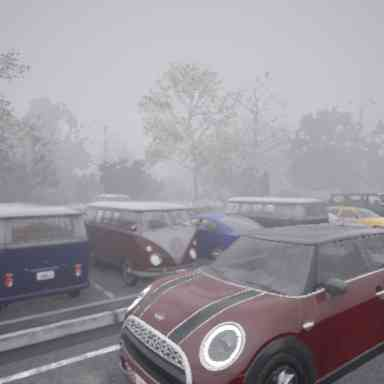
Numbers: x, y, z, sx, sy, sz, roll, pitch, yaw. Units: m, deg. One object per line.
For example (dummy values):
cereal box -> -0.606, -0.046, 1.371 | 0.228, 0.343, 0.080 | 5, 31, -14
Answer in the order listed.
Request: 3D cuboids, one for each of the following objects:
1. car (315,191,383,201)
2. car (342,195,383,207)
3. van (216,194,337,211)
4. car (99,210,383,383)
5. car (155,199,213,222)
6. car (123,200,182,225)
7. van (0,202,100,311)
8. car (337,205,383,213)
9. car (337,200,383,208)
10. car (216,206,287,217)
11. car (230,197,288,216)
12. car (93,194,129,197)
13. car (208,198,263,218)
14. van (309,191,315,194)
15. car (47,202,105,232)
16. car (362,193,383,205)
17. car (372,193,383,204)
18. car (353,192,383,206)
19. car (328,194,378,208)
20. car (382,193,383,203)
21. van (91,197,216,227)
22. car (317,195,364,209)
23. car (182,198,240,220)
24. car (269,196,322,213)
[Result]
car -> 9.811, 1.070, 17.560 | 2.435, 2.045, 5.566 | -1, 0, -36
car -> 21.809, 1.095, 42.242 | 2.002, 1.452, 4.674 | -1, 0, -36
van -> 2.885, 1.189, 12.789 | 1.878, 1.987, 4.442 | -1, 0, -36
car -> 1.334, 1.322, 4.634 | 4.553, 1.767, 2.097 | -1, 0, -35
car -> -0.777, 1.362, 26.111 | 2.097, 1.535, 5.008 | -1, 0, -36
car -> -3.035, 1.393, 24.497 | 2.097, 1.535, 5.008 | -1, 0, -36
van -> -3.959, 1.276, 7.898 | 1.878, 1.987, 4.442 | -1, 0, -36
car -> 5.234, 1.424, 14.327 | 2.002, 1.452, 4.674 | -1, 0, -36
car -> 7.624, 1.349, 15.804 | 1.946, 1.575, 5.366 | -1, 0, -36
car -> 0.677, 1.446, 11.061 | 2.097, 1.535, 5.008 | -1, 0, -36
car -> 6.108, 1.266, 30.796 | 1.946, 1.575, 5.366 | -1, 0, -36
car -> -5.276, 1.173, 22.854 | 2.435, 2.045, 5.566 | -1, 0, -36
car -> 3.726, 1.330, 29.358 | 2.163, 1.488, 4.792 | -1, 0, -36
van -> 14.963, 0.920, 37.495 | 1.878, 1.987, 4.442 | -1, 0, -36
car -> -7.544, 1.456, 21.261 | 2.231, 1.521, 4.892 | -1, 0, -36
car -> 26.320, 0.995, 45.476 | 2.097, 1.535, 5.008 | -1, 0, -36
car -> 28.585, 0.967, 47.080 | 2.231, 1.521, 4.892 | -1, 0, -36
car -> 24.046, 0.899, 43.882 | 2.185, 1.767, 4.553 | -1, 0, -36
car -> 19.552, 1.085, 40.626 | 2.097, 1.535, 5.008 | -1, 0, -36
car -> 30.822, 0.966, 48.721 | 2.163, 1.488, 4.792 | -1, 0, -36
van -> -1.544, 1.250, 9.337 | 1.878, 1.987, 4.442 | -1, 0, -36
car -> 17.292, 1.155, 39.013 | 2.002, 1.452, 4.674 | -1, 0, -36
car -> 1.481, 1.332, 27.726 | 2.231, 1.521, 4.892 | -1, 0, -36
car -> 10.534, 1.237, 34.152 | 2.163, 1.488, 4.792 | -1, 0, -36
